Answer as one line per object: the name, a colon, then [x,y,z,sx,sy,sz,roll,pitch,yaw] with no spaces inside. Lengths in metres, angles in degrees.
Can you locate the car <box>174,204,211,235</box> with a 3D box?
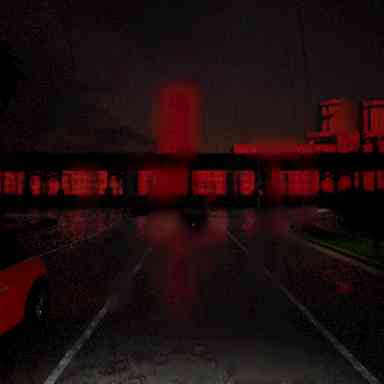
car: [0.124,1.715,20.692,1.882,1.535,5.008,0,-1,0]

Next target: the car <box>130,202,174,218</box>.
car: [-4.466,1.992,35.404,4.718,1.301,1.895,-1,-1,42]

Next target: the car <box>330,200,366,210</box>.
car: [23.792,1.972,50.904,4.674,1.442,1.812,-1,-1,1]

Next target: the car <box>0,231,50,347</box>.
car: [-3.593,1.400,4.062,2.097,1.767,4.553,0,-1,0]

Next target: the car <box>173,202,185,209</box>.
car: [-1.611,1.932,40.920,5.008,1.535,1.882,0,-1,2]

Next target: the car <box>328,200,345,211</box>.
car: [21.999,1.928,47.456,4.892,1.490,1.837,-1,-1,2]
